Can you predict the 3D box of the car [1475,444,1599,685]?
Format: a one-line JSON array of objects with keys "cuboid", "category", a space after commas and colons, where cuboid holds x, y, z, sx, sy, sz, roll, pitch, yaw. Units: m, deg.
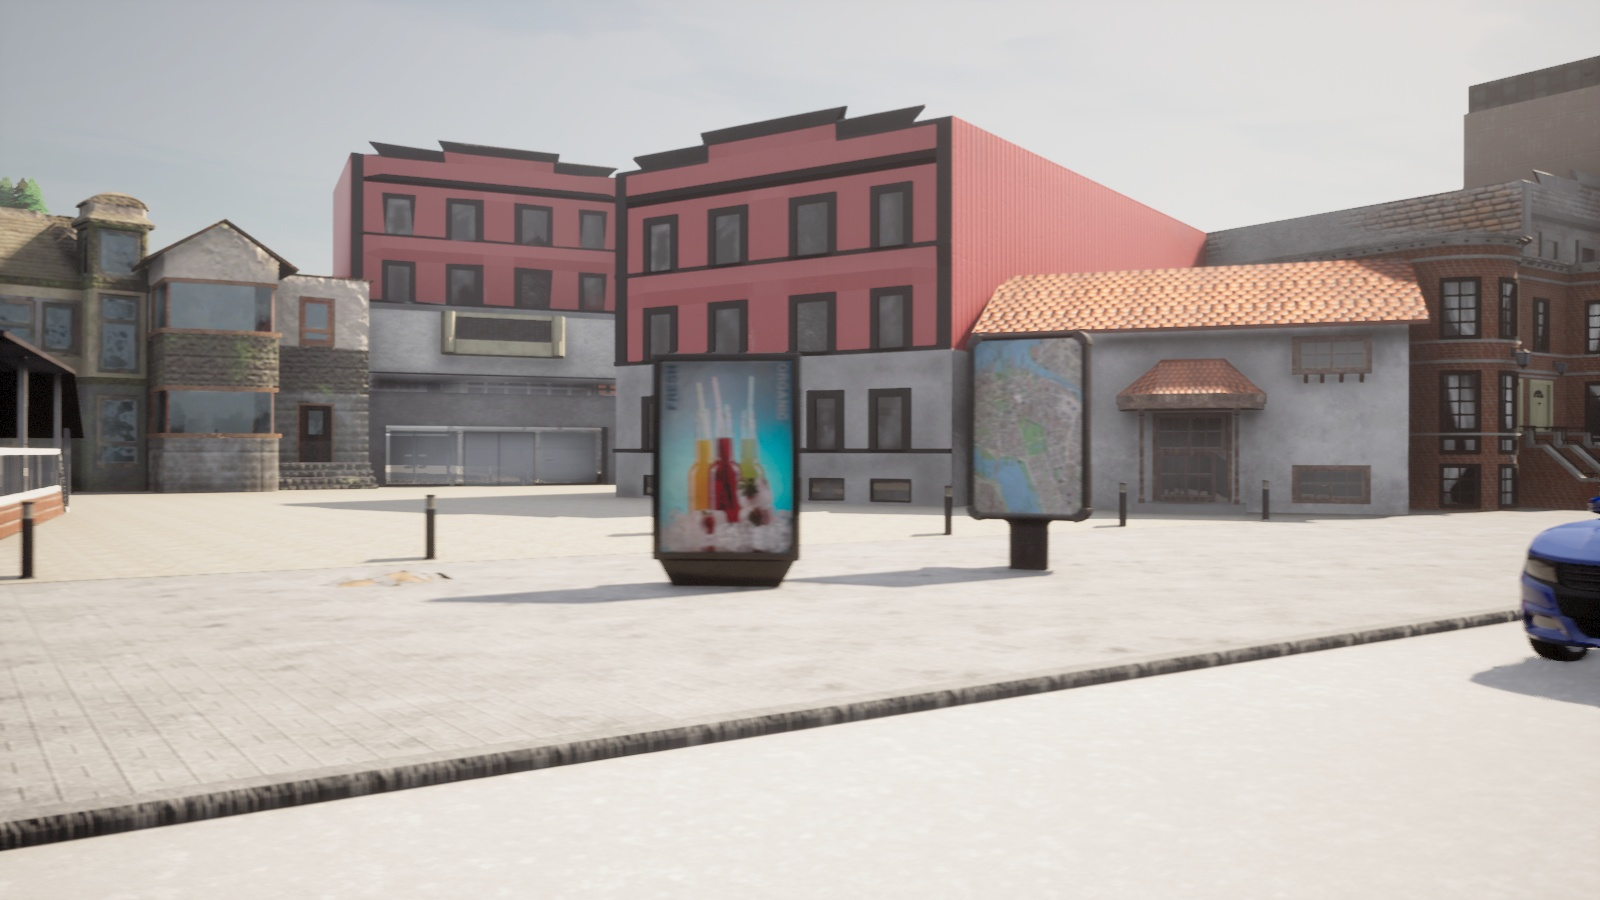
[{"cuboid": [7.244, 0.730, 9.312, 5.008, 1.535, 1.882, 0, 0, -35], "category": "car"}]
